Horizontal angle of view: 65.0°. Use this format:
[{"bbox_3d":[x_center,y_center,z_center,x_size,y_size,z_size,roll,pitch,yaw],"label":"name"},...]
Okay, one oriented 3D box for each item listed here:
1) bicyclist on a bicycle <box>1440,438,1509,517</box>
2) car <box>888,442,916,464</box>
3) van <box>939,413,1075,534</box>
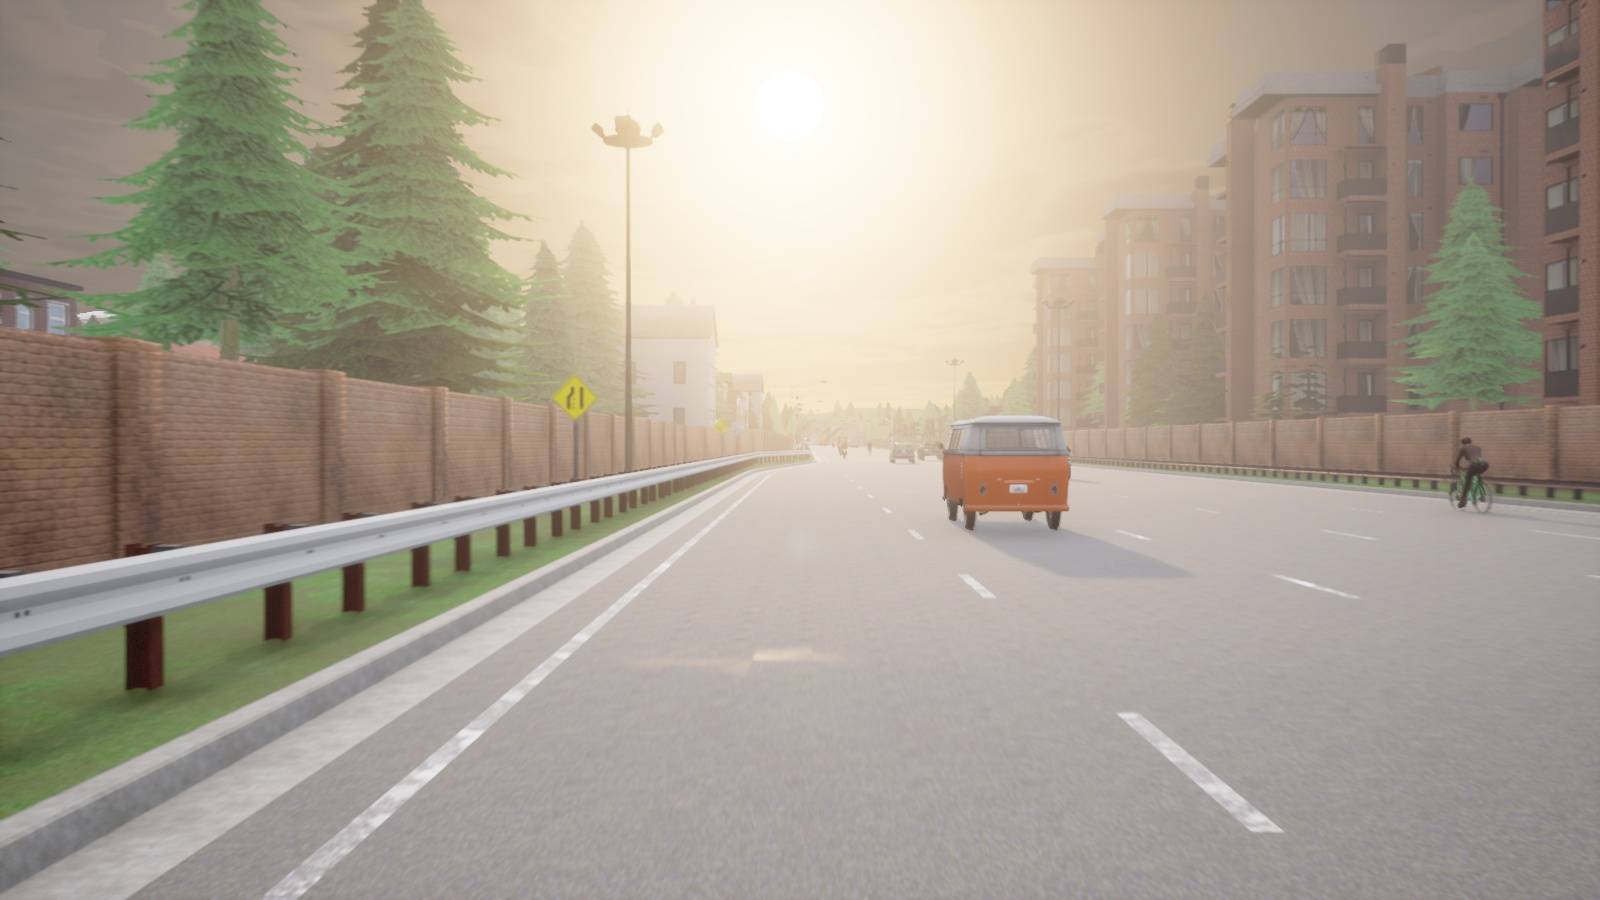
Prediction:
[{"bbox_3d":[14.166,0.563,26.412,0.582,1.620,1.656,0,0,0],"label":"bicyclist on a bicycle"},{"bbox_3d":[7.543,0.214,92.811,1.789,1.549,3.705,0,0,0],"label":"car"},{"bbox_3d":[3.645,0.375,22.850,1.775,1.987,4.442,0,0,0],"label":"van"}]
